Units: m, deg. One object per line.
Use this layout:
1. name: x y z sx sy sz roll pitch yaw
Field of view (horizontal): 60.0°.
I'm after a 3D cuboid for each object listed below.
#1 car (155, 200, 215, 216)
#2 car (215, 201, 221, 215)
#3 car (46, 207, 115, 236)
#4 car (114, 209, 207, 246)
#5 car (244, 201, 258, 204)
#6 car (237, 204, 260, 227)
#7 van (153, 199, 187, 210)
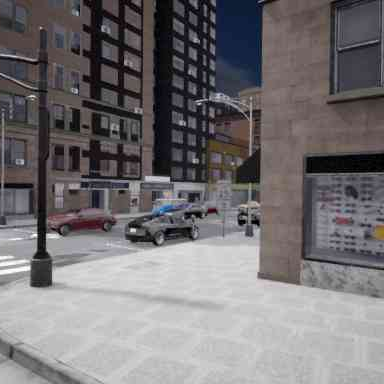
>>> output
1. car: -0.491 1.678 27.934 2.128 1.511 4.902 1 0 35
2. car: 1.302 1.644 34.835 1.967 1.590 4.097 0 0 36
3. car: -6.545 1.633 19.506 1.812 1.442 4.674 1 0 37
4. car: -1.402 1.763 16.469 1.947 1.339 4.313 0 0 36
5. car: 7.617 1.822 43.624 1.752 1.417 4.829 0 0 36
6. car: 5.014 1.849 25.396 1.947 1.339 4.313 0 0 36
7. van: -1.905 1.500 30.372 1.690 1.788 3.998 0 0 36
